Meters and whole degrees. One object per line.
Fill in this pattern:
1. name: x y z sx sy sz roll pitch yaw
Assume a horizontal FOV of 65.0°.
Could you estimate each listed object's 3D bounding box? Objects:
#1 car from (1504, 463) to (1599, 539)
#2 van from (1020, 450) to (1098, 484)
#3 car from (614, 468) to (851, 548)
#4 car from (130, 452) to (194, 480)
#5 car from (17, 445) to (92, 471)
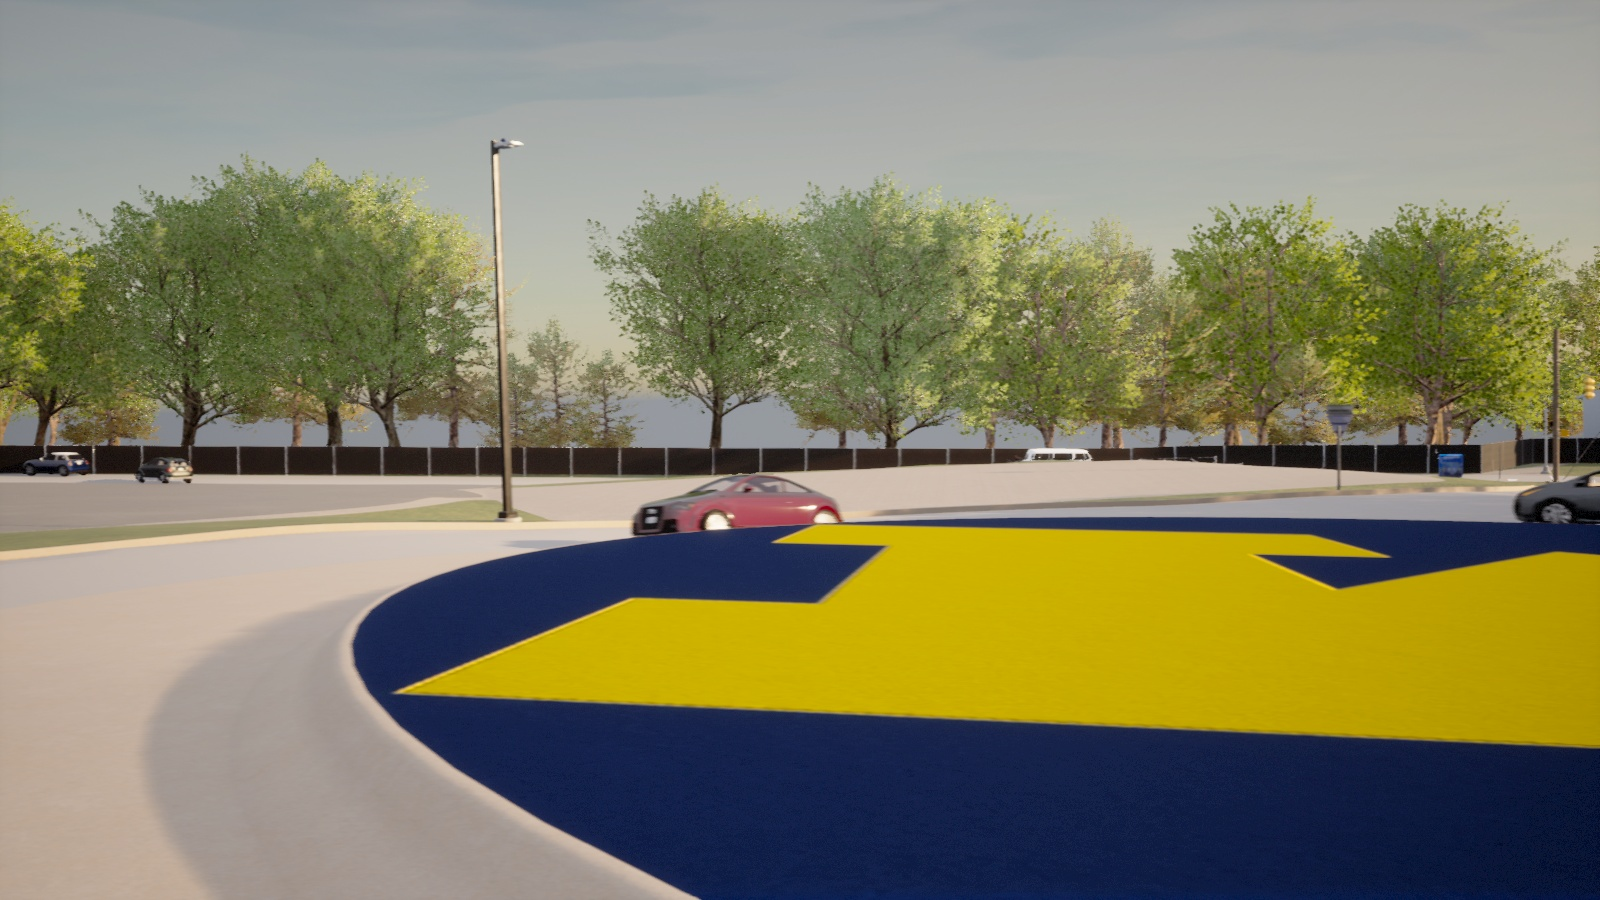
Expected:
1. car: 17.382 1.080 26.235 4.514 1.525 2.007 1 -1 34
2. van: 16.224 1.059 78.822 4.480 2.038 2.069 0 3 1
3. car: -1.263 1.161 24.283 4.181 1.385 1.994 3 -6 -39
4. car: -38.214 0.936 75.229 3.705 1.549 1.789 1 2 33
5. car: -48.146 0.520 81.129 3.806 1.475 1.970 2 3 13
